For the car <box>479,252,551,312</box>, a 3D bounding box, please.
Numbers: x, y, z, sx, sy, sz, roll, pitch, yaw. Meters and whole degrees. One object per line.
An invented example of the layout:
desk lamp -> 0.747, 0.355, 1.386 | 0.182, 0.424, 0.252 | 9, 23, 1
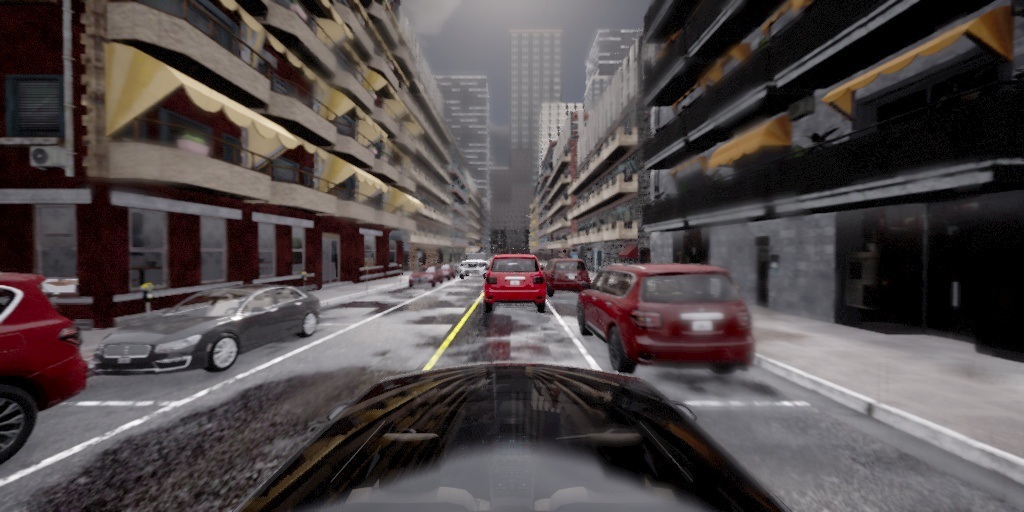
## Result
car -> 0.100, 0.966, 14.326 | 2.150, 2.045, 5.566 | 0, 0, 0

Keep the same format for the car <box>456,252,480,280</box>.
car -> -2.999, 0.682, 29.890 | 2.150, 2.045, 5.566 | 0, 0, 0

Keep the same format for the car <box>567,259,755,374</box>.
car -> 2.689, 1.062, 7.429 | 2.192, 1.841, 5.009 | 0, 0, 0

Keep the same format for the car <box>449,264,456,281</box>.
car -> -5.690, 1.321, 29.866 | 1.802, 1.307, 4.207 | 0, 0, 0

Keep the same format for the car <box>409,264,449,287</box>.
car -> -5.691, 1.323, 24.264 | 1.802, 1.307, 4.207 | 0, 0, 0

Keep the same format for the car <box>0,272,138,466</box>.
car -> -5.682, 1.065, 1.856 | 2.192, 1.841, 5.009 | 0, 0, 0

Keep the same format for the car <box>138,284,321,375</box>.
car -> -5.699, 1.298, 7.458 | 2.007, 1.370, 4.403 | 0, 0, 0

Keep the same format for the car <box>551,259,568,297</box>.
car -> 2.690, 1.058, 18.633 | 2.192, 1.841, 5.009 | 0, 0, 0
